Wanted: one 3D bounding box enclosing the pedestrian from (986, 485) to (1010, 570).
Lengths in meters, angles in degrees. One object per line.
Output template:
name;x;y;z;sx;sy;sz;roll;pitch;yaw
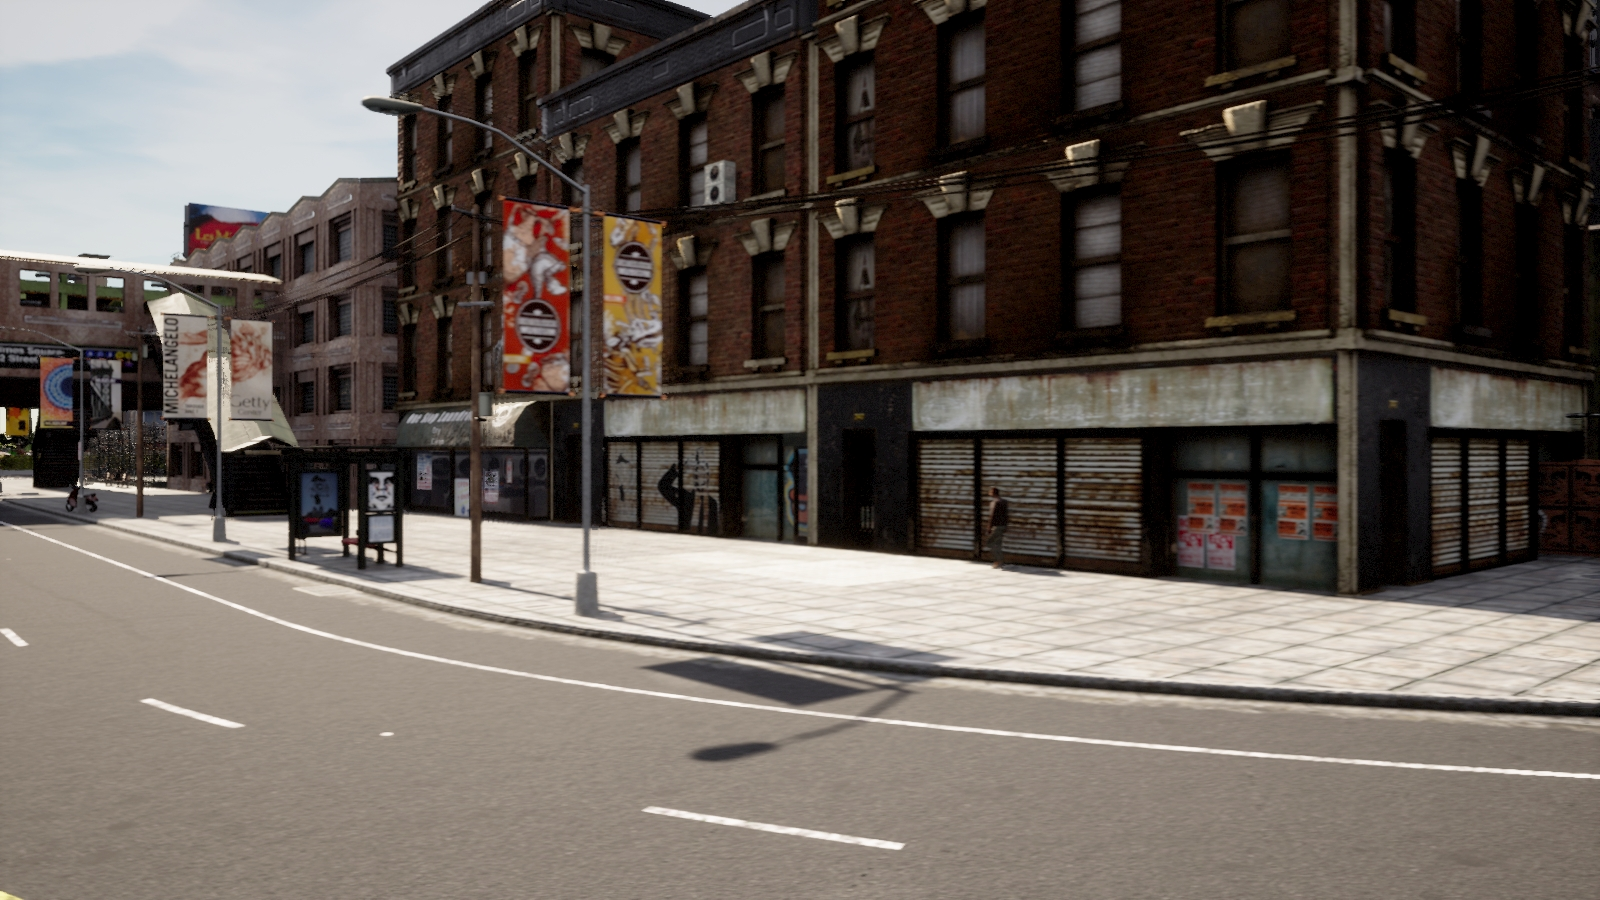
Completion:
pedestrian;4.383;1.703;25.257;0.375;1.860;0.375;0;0;44
